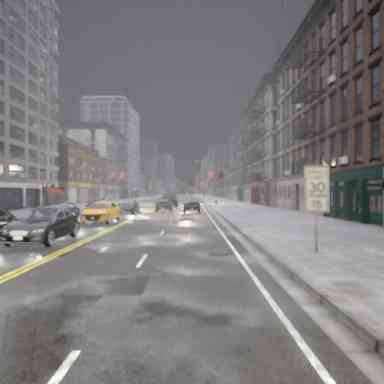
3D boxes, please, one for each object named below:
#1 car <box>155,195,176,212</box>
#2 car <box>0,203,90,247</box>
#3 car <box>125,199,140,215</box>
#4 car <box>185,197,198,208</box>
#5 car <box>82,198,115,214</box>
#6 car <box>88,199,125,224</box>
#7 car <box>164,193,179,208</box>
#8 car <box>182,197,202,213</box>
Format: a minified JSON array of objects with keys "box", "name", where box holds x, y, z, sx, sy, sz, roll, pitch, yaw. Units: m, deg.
[{"box":[-3.163,1.472,38.260,1.837,1.490,4.892,0,0,0],"name":"car"},{"box":[-6.588,1.482,15.035,2.128,1.511,4.902,0,0,0],"name":"car"},{"box":[-6.576,1.498,34.391,1.812,1.442,4.674,0,0,1],"name":"car"},{"box":[-0.006,1.481,47.851,1.812,1.442,4.674,0,0,0],"name":"car"},{"box":[-9.821,1.463,35.412,2.128,1.511,4.902,0,0,0],"name":"car"},{"box":[-6.588,1.460,24.539,1.882,1.535,5.008,0,0,0],"name":"car"},{"box":[-3.176,1.178,48.647,2.150,2.045,5.566,0,0,0],"name":"car"},{"box":[-0.011,1.472,36.680,1.837,1.490,4.892,0,0,0],"name":"car"}]
